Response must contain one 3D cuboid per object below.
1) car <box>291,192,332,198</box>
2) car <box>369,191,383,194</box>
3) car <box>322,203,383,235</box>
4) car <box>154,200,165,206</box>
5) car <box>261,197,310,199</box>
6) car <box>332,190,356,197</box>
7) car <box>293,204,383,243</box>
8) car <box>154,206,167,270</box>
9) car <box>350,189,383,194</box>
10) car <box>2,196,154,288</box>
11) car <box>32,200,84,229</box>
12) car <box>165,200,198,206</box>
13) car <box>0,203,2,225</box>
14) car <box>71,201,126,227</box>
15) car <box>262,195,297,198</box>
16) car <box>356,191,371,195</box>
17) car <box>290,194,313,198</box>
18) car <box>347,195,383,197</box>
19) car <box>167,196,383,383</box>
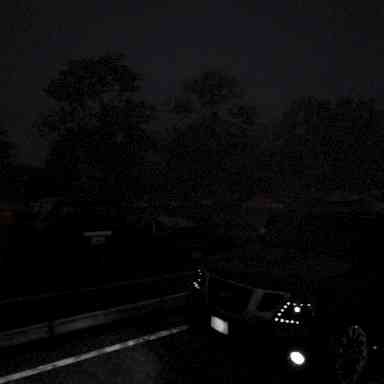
[{"bbox_3d":[11.642,0.991,35.903,2.435,2.045,5.566,-1,1,-35],"label":"car"},{"bbox_3d":[20.790,0.969,42.499,1.946,1.575,5.366,-2,1,-35],"label":"car"},{"bbox_3d":[10.156,1.466,18.900,2.163,1.488,4.792,-1,1,-35],"label":"car"},{"bbox_3d":[-4.327,1.392,24.685,2.097,1.535,5.008,0,0,-35],"label":"car"},{"bbox_3d":[5.624,1.329,15.652,2.185,1.767,4.553,0,0,-35],"label":"car"},{"bbox_3d":[16.213,0.998,39.107,2.185,1.767,4.553,-2,1,-35],"label":"car"},{"bbox_3d":[7.906,1.479,17.253,2.163,1.488,4.792,0,0,-35],"label":"car"},{"bbox_3d":[-1.240,1.414,10.878,2.231,1.521,4.892,1,0,-35],"label":"car"},{"bbox_3d":[23.188,0.646,43.916,2.435,2.045,5.566,-2,1,-35],"label":"car"},{"bbox_3d":[-3.541,1.125,9.308,2.435,2.045,5.566,1,0,-35],"label":"car"},{"bbox_3d":[-8.898,1.351,21.717,1.946,1.575,5.366,1,0,-35],"label":"car"},{"bbox_3d":[-2.041,1.397,26.285,2.097,1.535,5.008,0,0,-35],"label":"car"},{"bbox_3d":[-11.188,1.314,20.113,1.946,1.575,5.366,1,0,-35],"label":"car"},{"bbox_3d":[-6.600,1.409,23.064,2.163,1.488,4.792,1,0,-35],"label":"car"},{"bbox_3d":[7.198,1.326,32.533,1.946,1.575,5.366,-1,1,-35],"label":"car"},{"bbox_3d":[18.517,1.053,40.676,2.097,1.535,5.008,-2,1,-35],"label":"car"},{"bbox_3d":[9.374,1.289,34.289,2.097,1.535,5.008,-1,1,-35],"label":"car"},{"bbox_3d":[12.438,1.289,20.499,2.185,1.767,4.553,-1,1,-35],"label":"car"},{"bbox_3d":[2.570,1.201,5.514,5.566,2.045,2.150,0,0,-36],"label":"car"}]
